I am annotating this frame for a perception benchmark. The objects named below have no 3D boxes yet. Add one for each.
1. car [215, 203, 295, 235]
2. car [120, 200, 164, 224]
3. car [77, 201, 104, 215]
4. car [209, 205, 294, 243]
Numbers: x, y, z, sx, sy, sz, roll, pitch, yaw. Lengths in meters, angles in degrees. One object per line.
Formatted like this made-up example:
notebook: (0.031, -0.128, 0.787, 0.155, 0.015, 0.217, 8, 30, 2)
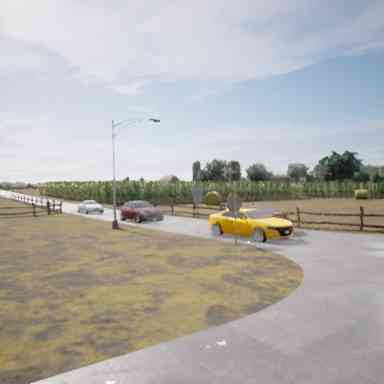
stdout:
car: (3.701, 1.574, 20.597, 1.882, 1.535, 5.008, -2, 1, -33)
car: (-4.178, 1.553, 27.320, 2.097, 1.767, 4.553, -1, 1, -35)
car: (-11.617, 1.713, 37.889, 1.812, 1.442, 4.674, -1, 1, -35)
car: (2.914, 1.593, 17.269, 1.882, 1.535, 5.008, -1, 0, -35)
